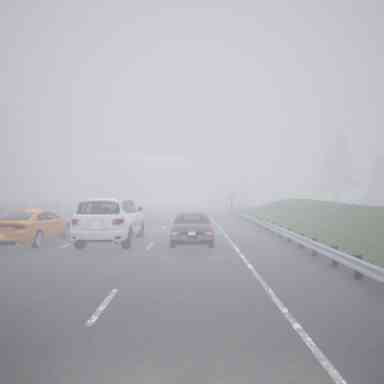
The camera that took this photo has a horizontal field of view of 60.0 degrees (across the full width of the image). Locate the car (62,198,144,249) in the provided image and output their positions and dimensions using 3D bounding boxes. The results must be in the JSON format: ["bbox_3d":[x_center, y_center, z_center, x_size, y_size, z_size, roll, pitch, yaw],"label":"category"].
[{"bbox_3d":[-3.500,1.258,14.680,2.150,2.045,5.566,0,0,0],"label":"car"}]

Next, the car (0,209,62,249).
[{"bbox_3d":[-6.999,1.483,14.650,1.882,1.535,5.008,0,0,0],"label":"car"}]

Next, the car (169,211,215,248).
[{"bbox_3d":[0.000,1.561,14.650,2.033,1.411,5.357,0,0,0],"label":"car"}]
